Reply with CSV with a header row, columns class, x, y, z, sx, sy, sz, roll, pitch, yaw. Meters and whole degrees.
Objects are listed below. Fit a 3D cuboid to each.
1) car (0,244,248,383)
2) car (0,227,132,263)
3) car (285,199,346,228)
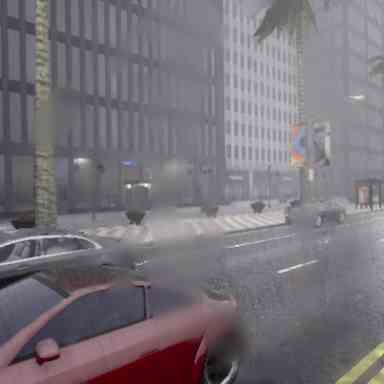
class,x,y,z,sx,sy,sz,roll,pitch,yaw
car,-1.337,1.554,3.383,4.181,1.385,1.994,-1,1,-42
car,-3.381,1.485,6.249,4.902,1.511,2.128,-1,1,-42
car,7.454,1.188,19.889,4.892,1.521,2.231,-1,1,-42
